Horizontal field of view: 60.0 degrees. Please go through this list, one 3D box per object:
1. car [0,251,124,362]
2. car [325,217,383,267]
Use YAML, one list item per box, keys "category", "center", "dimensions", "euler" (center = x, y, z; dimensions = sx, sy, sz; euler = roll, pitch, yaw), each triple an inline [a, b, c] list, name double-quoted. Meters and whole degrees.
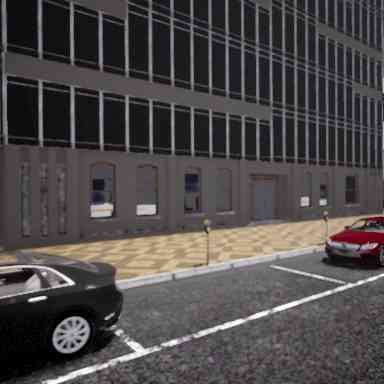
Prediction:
- category: "car"
  center: [-3.088, 1.551, 4.354]
  dimensions: [4.403, 1.369, 2.008]
  euler: [-1, 0, -36]
- category: "car"
  center: [6.156, 1.492, 10.999]
  dimensions: [4.206, 1.307, 1.802]
  euler: [-1, 0, -36]
